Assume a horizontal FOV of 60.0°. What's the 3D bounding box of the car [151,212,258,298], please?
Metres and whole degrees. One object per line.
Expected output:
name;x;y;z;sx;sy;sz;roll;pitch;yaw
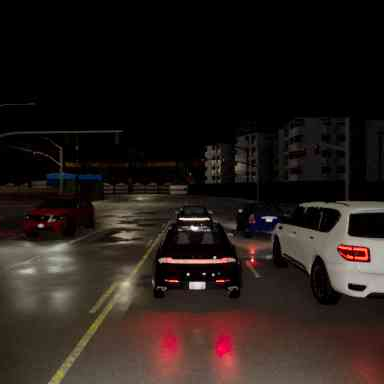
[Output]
car;0.102;1.499;8.527;2.128;1.511;4.902;0;0;0

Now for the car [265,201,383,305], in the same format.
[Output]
car;3.594;1.220;8.240;2.150;2.045;5.566;0;0;0

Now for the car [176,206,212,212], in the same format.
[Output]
car;0.111;1.473;17.940;2.128;1.511;4.902;0;0;0

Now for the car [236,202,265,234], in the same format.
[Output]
car;3.609;1.328;17.663;2.097;1.767;4.553;0;0;0

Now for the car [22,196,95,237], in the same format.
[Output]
car;-7.005;1.221;18.215;2.150;2.045;5.566;0;0;0
